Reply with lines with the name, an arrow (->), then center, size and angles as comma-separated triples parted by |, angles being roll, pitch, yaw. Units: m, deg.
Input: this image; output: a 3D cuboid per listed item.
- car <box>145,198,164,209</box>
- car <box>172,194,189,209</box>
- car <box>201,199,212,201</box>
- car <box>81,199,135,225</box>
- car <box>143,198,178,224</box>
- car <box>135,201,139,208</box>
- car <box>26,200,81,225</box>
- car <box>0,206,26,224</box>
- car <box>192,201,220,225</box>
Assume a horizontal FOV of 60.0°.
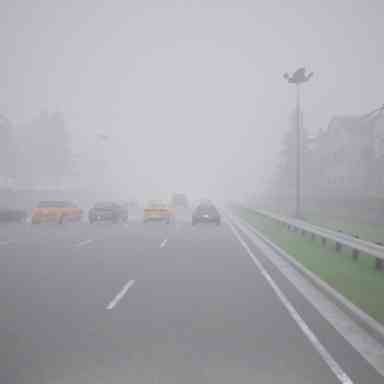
car -> -5.116, 1.584, 46.069 | 1.994, 1.385, 4.181 | 0, 0, 3
car -> -1.654, 1.249, 45.197 | 2.150, 2.045, 5.566 | 0, 0, 3
car -> 1.850, 1.578, 43.165 | 2.033, 1.411, 5.357 | 0, 0, 2
car -> -5.978, 1.494, 24.258 | 2.128, 1.511, 4.902 | 0, 0, 2
car -> -2.432, 1.489, 25.257 | 1.882, 1.535, 5.008 | 0, 0, 2
car -> -8.623, 1.614, 46.033 | 1.895, 1.301, 4.718 | 0, 0, 3
car -> -9.495, 1.351, 23.910 | 2.097, 1.767, 4.553 | 0, 0, 2
car -> -13.071, 1.591, 22.292 | 1.895, 1.301, 4.718 | 0, 0, 2
car -> 1.025, 1.580, 24.182 | 1.994, 1.385, 4.181 | 0, 0, 2
